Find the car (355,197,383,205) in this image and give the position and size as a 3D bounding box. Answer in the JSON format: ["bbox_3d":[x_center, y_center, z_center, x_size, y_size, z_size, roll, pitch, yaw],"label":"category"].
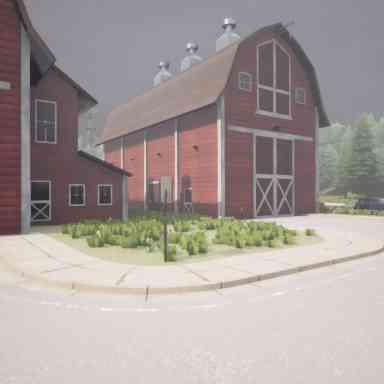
[{"bbox_3d":[20.138,1.388,36.086,2.097,1.767,4.553,0,0,-34],"label":"car"}]
